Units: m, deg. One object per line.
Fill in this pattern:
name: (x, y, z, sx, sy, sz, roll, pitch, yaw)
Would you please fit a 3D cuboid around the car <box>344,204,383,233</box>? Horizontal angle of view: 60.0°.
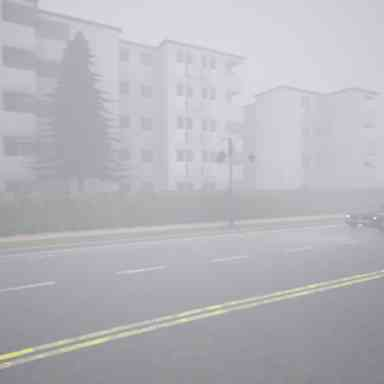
car: (10.306, 1.309, 17.604, 4.718, 1.301, 1.895, -1, 1, -29)
